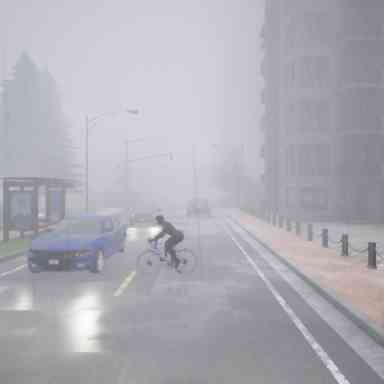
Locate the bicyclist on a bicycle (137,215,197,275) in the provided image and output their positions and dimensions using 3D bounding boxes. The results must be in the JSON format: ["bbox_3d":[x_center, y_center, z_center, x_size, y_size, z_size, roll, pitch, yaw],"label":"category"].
[{"bbox_3d":[-0.691,1.451,9.045,1.656,1.620,0.582,-2,0,1],"label":"bicyclist on a bicycle"}]

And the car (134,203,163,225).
[{"bbox_3d":[-3.154,1.525,23.842,1.812,1.442,4.674,0,0,2],"label":"car"}]

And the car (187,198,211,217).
[{"bbox_3d":[0.656,1.351,30.951,2.097,1.767,4.553,0,0,1],"label":"car"}]

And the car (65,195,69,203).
[{"bbox_3d":[-23.910,1.158,60.095,1.932,1.855,4.605,0,0,0],"label":"car"}]

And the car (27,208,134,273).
[{"bbox_3d":[-3.426,1.477,10.844,1.882,1.535,5.008,0,0,1],"label":"car"}]
